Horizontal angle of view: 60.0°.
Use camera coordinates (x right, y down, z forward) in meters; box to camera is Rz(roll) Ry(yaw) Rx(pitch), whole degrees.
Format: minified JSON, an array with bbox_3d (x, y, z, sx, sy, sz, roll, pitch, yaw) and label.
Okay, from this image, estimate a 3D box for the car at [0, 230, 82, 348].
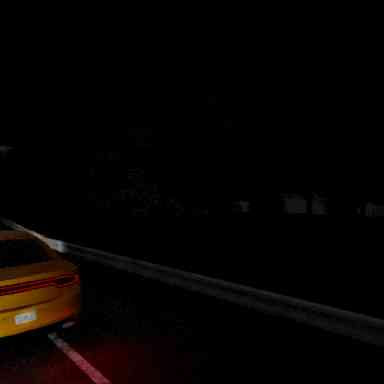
[{"bbox_3d":[-3.742,1.451,6.107,1.882,1.535,5.008,-2,1,-41],"label":"car"}]
